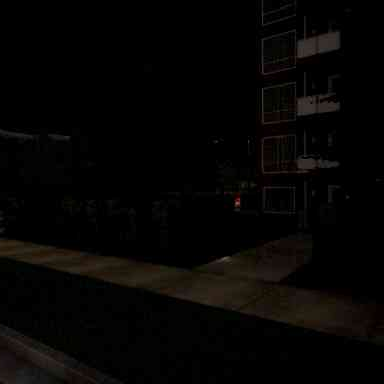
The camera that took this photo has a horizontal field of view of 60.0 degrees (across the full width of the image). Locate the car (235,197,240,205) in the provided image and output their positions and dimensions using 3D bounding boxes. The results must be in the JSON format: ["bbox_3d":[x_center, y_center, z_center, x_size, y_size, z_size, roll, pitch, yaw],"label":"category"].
[{"bbox_3d":[9.307,1.478,58.079,1.882,1.535,5.008,0,0,36],"label":"car"}]
